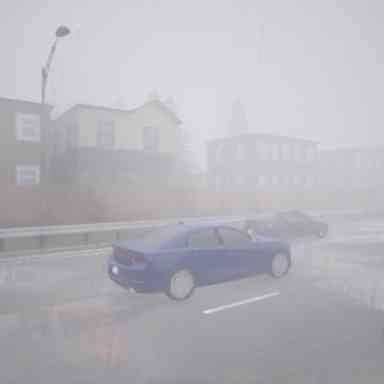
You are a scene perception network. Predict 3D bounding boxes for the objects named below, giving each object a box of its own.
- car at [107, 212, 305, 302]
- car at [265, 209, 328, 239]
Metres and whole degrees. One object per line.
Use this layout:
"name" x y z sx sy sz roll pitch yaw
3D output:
"car" 0.421 1.475 8.359 5.008 1.535 1.882 0 0 -35
"car" 4.398 1.518 15.498 4.674 1.442 1.812 0 0 -36
